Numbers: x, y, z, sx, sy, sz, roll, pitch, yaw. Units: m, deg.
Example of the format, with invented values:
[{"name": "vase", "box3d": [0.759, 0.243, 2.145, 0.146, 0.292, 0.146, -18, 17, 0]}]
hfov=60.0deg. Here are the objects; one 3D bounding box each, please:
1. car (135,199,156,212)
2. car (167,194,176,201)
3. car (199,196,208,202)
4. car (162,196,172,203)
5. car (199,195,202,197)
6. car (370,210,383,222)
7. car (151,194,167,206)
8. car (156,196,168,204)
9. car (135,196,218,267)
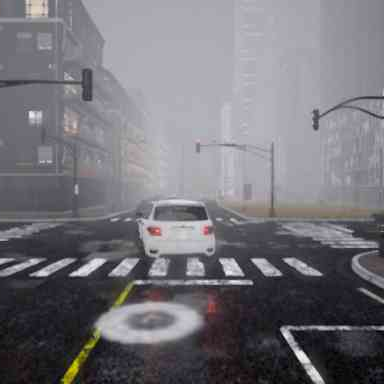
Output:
[{"name": "car", "box3d": [-5.671, 1.581, 41.080, 1.887, 1.381, 4.507, -1, 0, 0]}, {"name": "car", "box3d": [-5.638, 1.416, 91.921, 2.192, 1.841, 5.009, -1, 0, 0]}, {"name": "car", "box3d": [2.705, 1.631, 80.674, 1.887, 1.381, 4.507, -1, 0, 0]}, {"name": "car", "box3d": [-5.646, 1.660, 74.974, 1.802, 1.307, 4.206, -1, 0, 0]}, {"name": "car", "box3d": [2.697, 1.622, 69.376, 2.008, 1.369, 4.403, -1, 0, 0]}, {"name": "car", "box3d": [14.690, 1.491, 23.024, 4.313, 1.339, 1.947, 0, 1, 0]}, {"name": "car", "box3d": [-5.662, 1.371, 58.028, 2.192, 1.841, 5.009, -1, 0, 0]}, {"name": "car", "box3d": [-5.656, 1.503, 63.676, 1.967, 1.590, 4.097, -1, 0, 0]}, {"name": "car", "box3d": [-0.788, 1.289, 11.942, 2.150, 2.045, 5.566, 1, -1, -12]}]
